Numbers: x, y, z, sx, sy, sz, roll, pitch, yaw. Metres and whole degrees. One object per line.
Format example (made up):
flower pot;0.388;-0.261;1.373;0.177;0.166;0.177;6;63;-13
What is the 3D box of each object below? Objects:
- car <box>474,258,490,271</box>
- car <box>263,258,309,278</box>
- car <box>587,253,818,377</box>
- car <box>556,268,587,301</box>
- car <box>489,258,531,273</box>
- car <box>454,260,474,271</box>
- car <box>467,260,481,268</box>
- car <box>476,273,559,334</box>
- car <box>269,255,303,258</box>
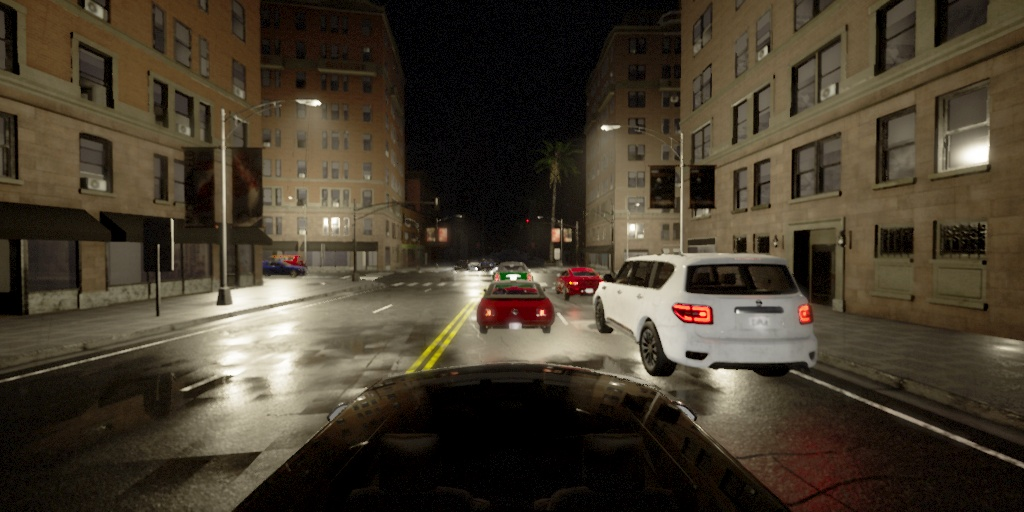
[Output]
car;-3.459;1.104;47.992;2.097;1.767;4.553;0;0;0
car;-20.525;1.153;31.581;4.674;1.442;1.812;0;1;-9
car;3.326;0.971;7.526;2.150;2.045;5.566;0;0;0
car;3.214;1.276;17.213;1.812;1.442;4.674;0;0;0
car;-0.008;1.102;19.603;2.097;1.767;4.553;0;0;-2
car;-6.711;1.257;48.793;1.837;1.490;4.892;0;0;0
car;-6.714;1.352;63.432;1.895;1.301;4.718;0;0;0
car;0.078;1.351;10.610;1.895;1.301;4.718;0;0;0
car;-23.980;0.842;36.896;5.009;1.841;2.192;0;0;-9
